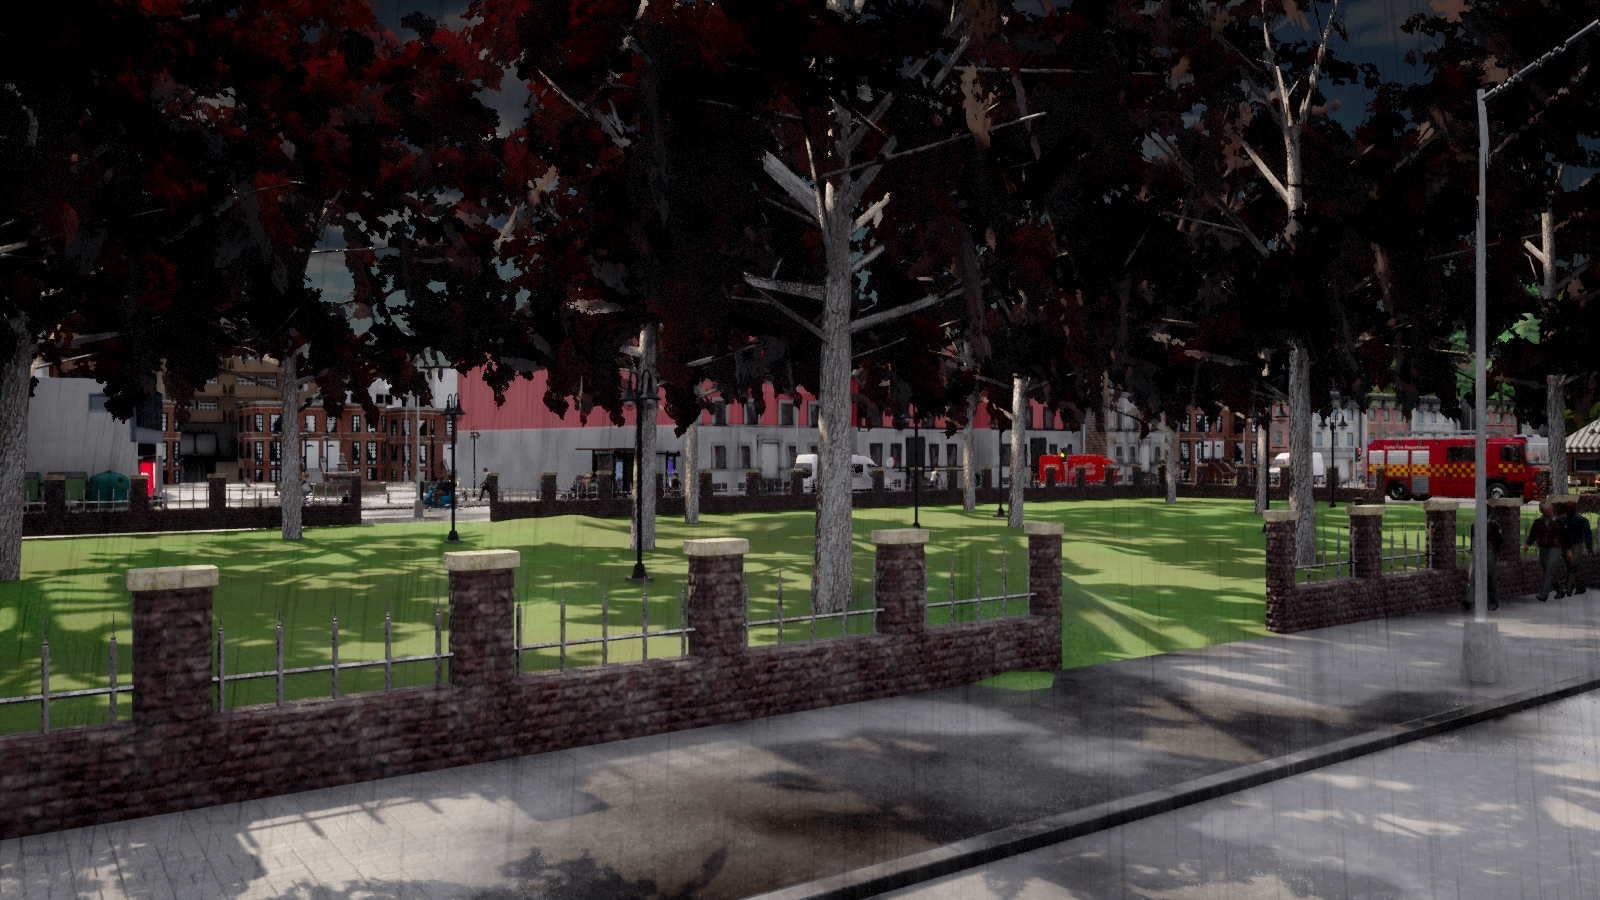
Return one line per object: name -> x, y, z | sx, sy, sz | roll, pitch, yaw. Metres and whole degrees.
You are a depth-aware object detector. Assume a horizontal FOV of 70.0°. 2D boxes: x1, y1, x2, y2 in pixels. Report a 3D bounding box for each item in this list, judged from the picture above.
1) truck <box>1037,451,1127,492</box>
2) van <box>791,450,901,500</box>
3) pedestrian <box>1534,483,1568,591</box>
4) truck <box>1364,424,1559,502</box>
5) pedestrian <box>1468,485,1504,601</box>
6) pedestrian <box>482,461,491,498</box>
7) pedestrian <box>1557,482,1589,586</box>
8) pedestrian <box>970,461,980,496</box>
truck -> 17.786, 1.335, 72.077 | 5.204, 2.467, 2.627 | 0, 0, -33
van -> 2.529, 1.304, 61.482 | 5.915, 2.561, 1.988 | 0, 0, -35
pedestrian -> 13.242, 1.518, 20.151 | 0.375, 1.860, 0.375 | 0, 0, -31
truck -> 34.631, 0.653, 60.204 | 2.891, 3.827, 8.468 | 0, 0, -34
pedestrian -> 11.318, 1.519, 18.848 | 0.375, 1.860, 0.375 | 0, 0, -34
pedestrian -> -15.891, 1.508, 57.941 | 0.375, 1.860, 0.375 | 0, 0, -6
pedestrian -> 14.057, 1.518, 20.770 | 0.375, 1.860, 0.375 | 0, 0, -35
pedestrian -> 9.236, 1.514, 60.305 | 0.375, 1.860, 0.375 | 0, 0, -36
